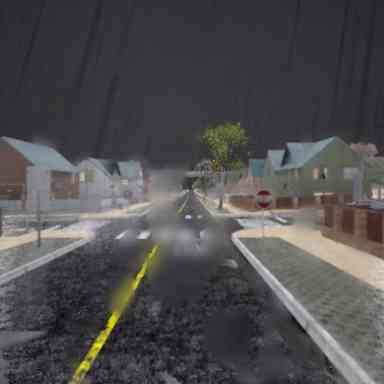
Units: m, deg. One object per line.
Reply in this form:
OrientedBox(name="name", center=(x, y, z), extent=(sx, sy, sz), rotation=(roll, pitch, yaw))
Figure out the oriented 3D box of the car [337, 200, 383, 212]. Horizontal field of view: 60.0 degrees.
OrientedBox(name="car", center=(11.422, 1.248, 21.714), extent=(5.008, 1.535, 1.882), rotation=(-1, 2, 0))
